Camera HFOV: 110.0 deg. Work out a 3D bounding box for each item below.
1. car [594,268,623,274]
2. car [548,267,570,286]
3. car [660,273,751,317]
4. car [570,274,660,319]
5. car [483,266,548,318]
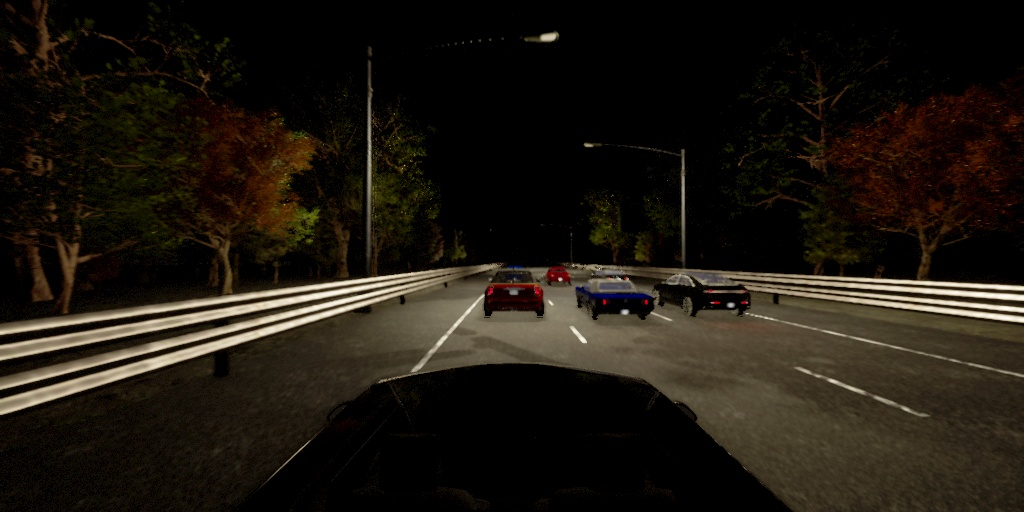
[{"bbox_3d":[7.202,1.634,26.899,2.033,1.411,5.357,0,-1,1],"label":"car"},{"bbox_3d":[3.765,1.648,29.766,1.812,1.442,4.674,0,0,1],"label":"car"},{"bbox_3d":[7.095,1.407,13.993,2.128,1.511,4.902,0,-1,1],"label":"car"},{"bbox_3d":[3.586,1.509,13.497,1.895,1.301,4.718,0,-1,1],"label":"car"},{"bbox_3d":[0.096,1.267,14.062,2.097,1.767,4.553,0,-1,1],"label":"car"}]
